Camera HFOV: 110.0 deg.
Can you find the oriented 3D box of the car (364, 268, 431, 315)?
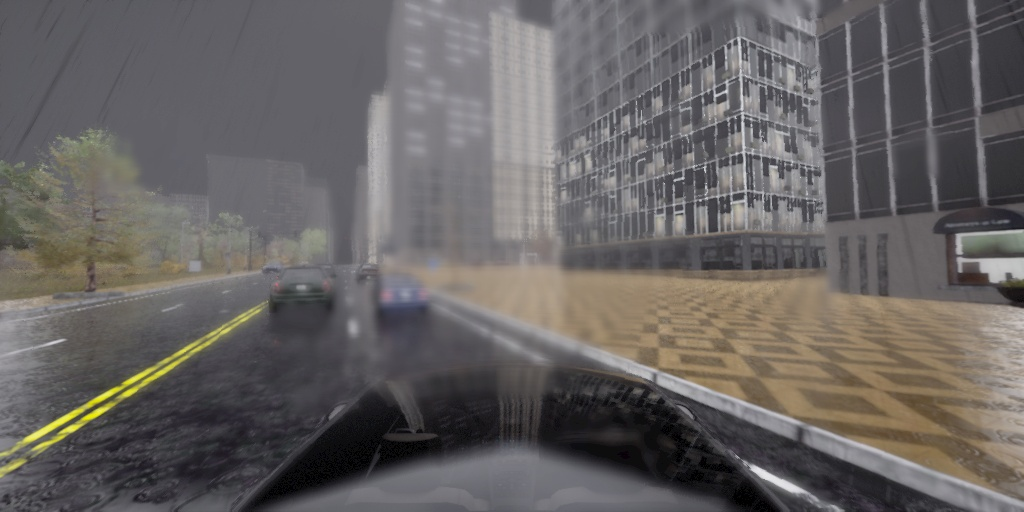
[{"bbox_3d":[-4.578,1.387,14.270,2.033,1.411,5.357,0,0,-24],"label":"car"}]

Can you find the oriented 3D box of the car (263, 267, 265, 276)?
[{"bbox_3d":[-30.008,1.521,45.581,2.097,1.767,4.553,0,-1,-24],"label":"car"}]

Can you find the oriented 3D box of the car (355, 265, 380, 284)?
[{"bbox_3d":[-11.828,1.483,29.877,1.837,1.490,4.892,0,0,-24],"label":"car"}]

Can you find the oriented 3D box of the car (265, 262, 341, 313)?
[{"bbox_3d":[-8.414,1.204,14.859,2.097,1.767,4.553,0,-1,-25],"label":"car"}]

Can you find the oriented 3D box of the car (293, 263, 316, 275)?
[{"bbox_3d":[-27.016,1.662,46.851,2.128,1.511,4.902,0,-1,-24],"label":"car"}]
